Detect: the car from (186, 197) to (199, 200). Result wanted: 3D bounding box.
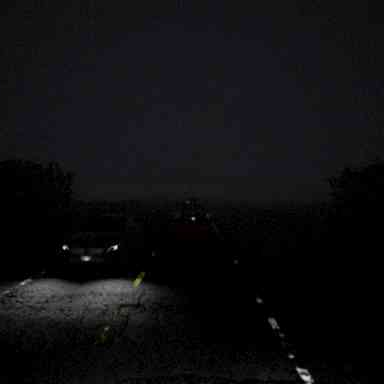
[{"bbox_3d":[0.151,1.387,43.399,1.812,1.442,4.674,0,0,1],"label":"car"}]

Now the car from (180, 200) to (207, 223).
[{"bbox_3d":[0.103,1.529,25.109,1.895,1.301,4.718,0,0,0],"label":"car"}]

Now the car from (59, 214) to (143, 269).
[{"bbox_3d":[-2.780,1.495,11.144,1.812,1.442,4.674,0,0,1],"label":"car"}]
